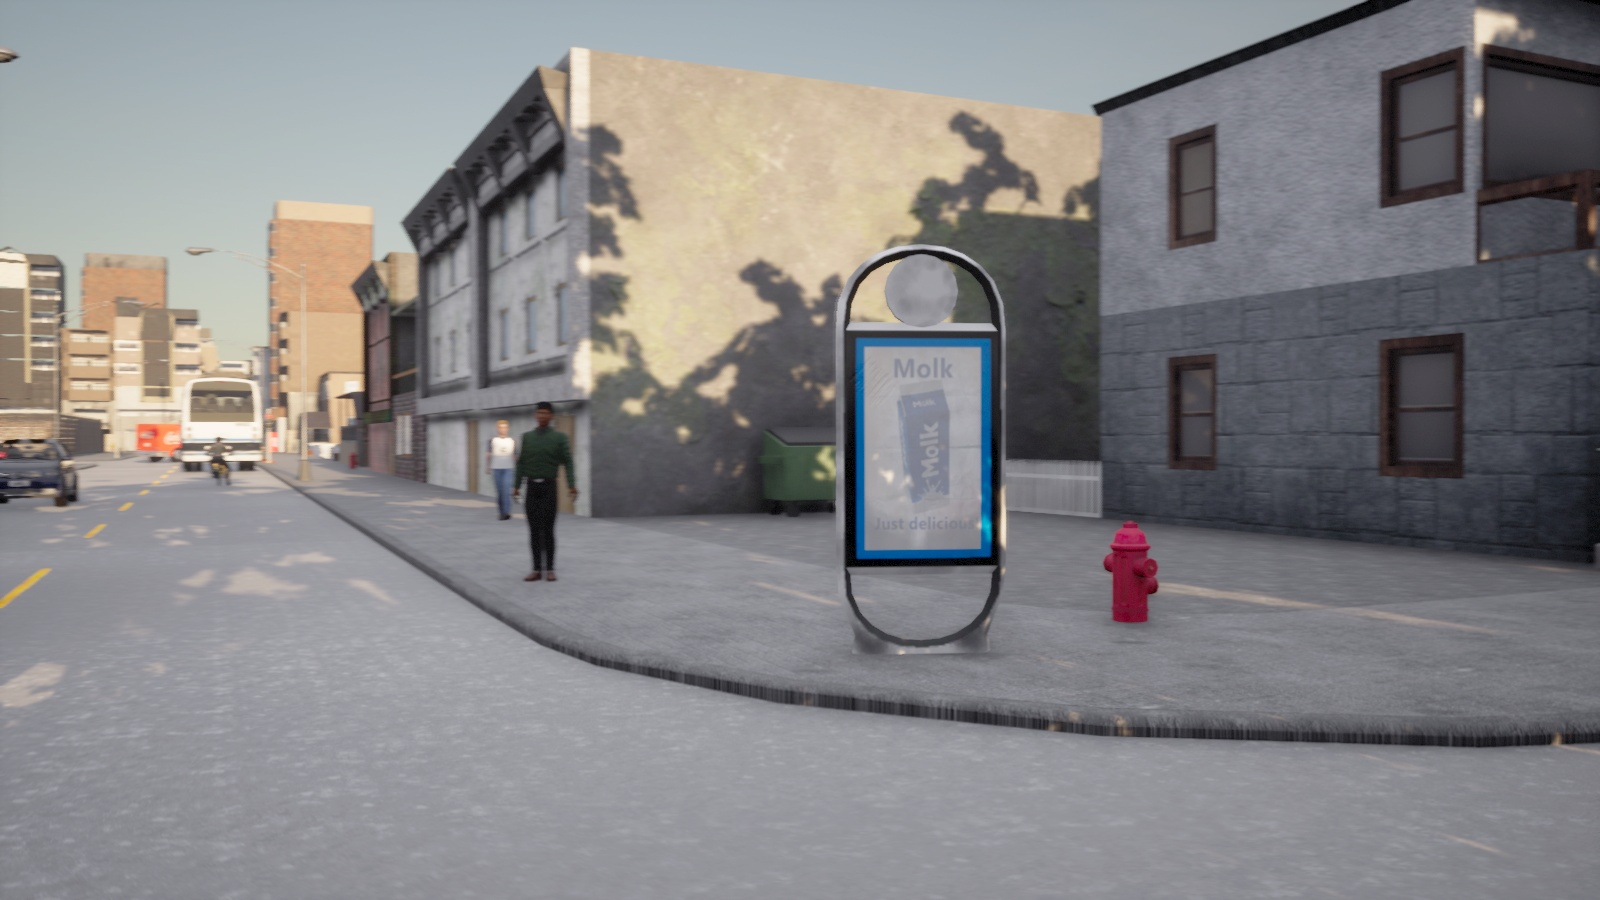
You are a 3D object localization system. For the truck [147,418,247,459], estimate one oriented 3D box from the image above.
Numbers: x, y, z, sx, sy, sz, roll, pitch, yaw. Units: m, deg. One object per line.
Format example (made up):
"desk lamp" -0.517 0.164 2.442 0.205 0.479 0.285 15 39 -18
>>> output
"truck" -38.689 -0.753 80.761 2.627 2.467 5.204 2 1 29

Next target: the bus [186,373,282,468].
"bus" -27.793 -1.368 61.366 3.944 4.253 10.273 0 1 -26

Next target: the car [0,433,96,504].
"car" -17.668 0.393 29.359 1.789 1.549 3.705 0 1 -24

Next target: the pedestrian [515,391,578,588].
"pedestrian" -2.582 0.383 12.851 0.423 1.949 0.788 0 1 5

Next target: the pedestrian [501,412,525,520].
"pedestrian" -5.006 0.271 21.895 0.354 1.836 0.706 0 1 -17
